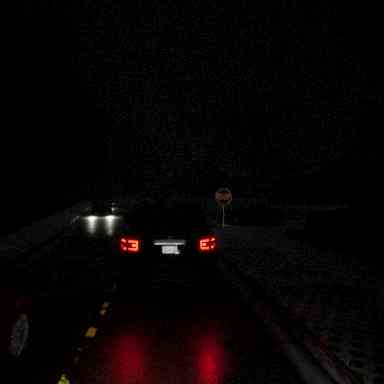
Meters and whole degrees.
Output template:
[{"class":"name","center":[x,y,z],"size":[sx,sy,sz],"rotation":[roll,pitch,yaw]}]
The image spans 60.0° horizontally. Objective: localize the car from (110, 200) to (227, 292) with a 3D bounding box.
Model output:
[{"class":"car","center":[-0.750,1.219,9.185],"size":[2.150,2.045,5.566],"rotation":[0,0,-7]}]

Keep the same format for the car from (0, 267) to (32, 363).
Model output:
[{"class":"car","center":[-3.102,1.522,3.100],"size":[1.812,1.442,4.674],"rotation":[0,0,-4]}]

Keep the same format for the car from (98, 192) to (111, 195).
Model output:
[{"class":"car","center":[-12.063,1.003,45.747],"size":[2.150,2.045,5.566],"rotation":[1,0,-13]}]

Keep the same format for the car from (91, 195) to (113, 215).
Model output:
[{"class":"car","center":[-8.766,1.333,32.429],"size":[1.882,1.535,5.008],"rotation":[1,0,-14]}]

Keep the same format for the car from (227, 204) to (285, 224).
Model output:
[{"class":"car","center":[4.555,1.650,25.395],"size":[5.008,1.535,1.882],"rotation":[1,-3,-9]}]

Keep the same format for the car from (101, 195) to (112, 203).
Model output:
[{"class":"car","center":[-15.572,1.252,60.700],"size":[1.837,1.490,4.892],"rotation":[0,0,-11]}]
